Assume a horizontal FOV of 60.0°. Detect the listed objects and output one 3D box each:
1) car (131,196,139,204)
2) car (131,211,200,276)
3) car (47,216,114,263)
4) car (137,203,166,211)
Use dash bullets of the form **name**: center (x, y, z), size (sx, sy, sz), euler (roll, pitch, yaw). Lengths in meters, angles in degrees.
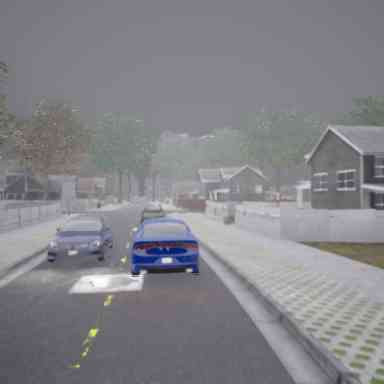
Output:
- **car**: center (-14.906, 2.442, 86.449), size (2.128, 1.511, 4.902), euler (0, -1, -8)
- **car**: center (-0.914, 1.595, 10.815), size (1.882, 1.535, 5.008), euler (0, -1, -7)
- **car**: center (-4.066, 1.675, 12.785), size (1.812, 1.442, 4.674), euler (0, -1, -8)
- **car**: center (-3.104, 1.776, 26.435), size (2.128, 1.511, 4.902), euler (0, -1, -8)
